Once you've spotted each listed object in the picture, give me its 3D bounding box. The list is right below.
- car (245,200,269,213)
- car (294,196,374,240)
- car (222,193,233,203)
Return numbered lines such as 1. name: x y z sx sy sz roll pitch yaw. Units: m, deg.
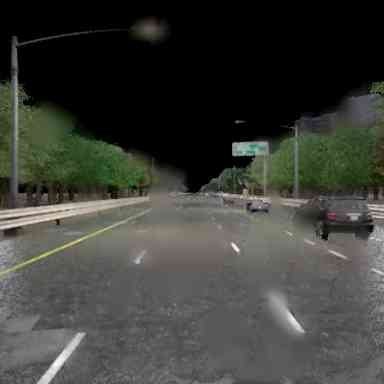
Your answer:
1. car: 7.062 1.567 36.500 1.994 1.385 4.181 0 0 0
2. car: 7.010 1.226 17.055 2.150 2.045 5.566 0 0 0
3. car: 7.207 1.518 67.251 2.033 1.411 5.357 0 0 0
